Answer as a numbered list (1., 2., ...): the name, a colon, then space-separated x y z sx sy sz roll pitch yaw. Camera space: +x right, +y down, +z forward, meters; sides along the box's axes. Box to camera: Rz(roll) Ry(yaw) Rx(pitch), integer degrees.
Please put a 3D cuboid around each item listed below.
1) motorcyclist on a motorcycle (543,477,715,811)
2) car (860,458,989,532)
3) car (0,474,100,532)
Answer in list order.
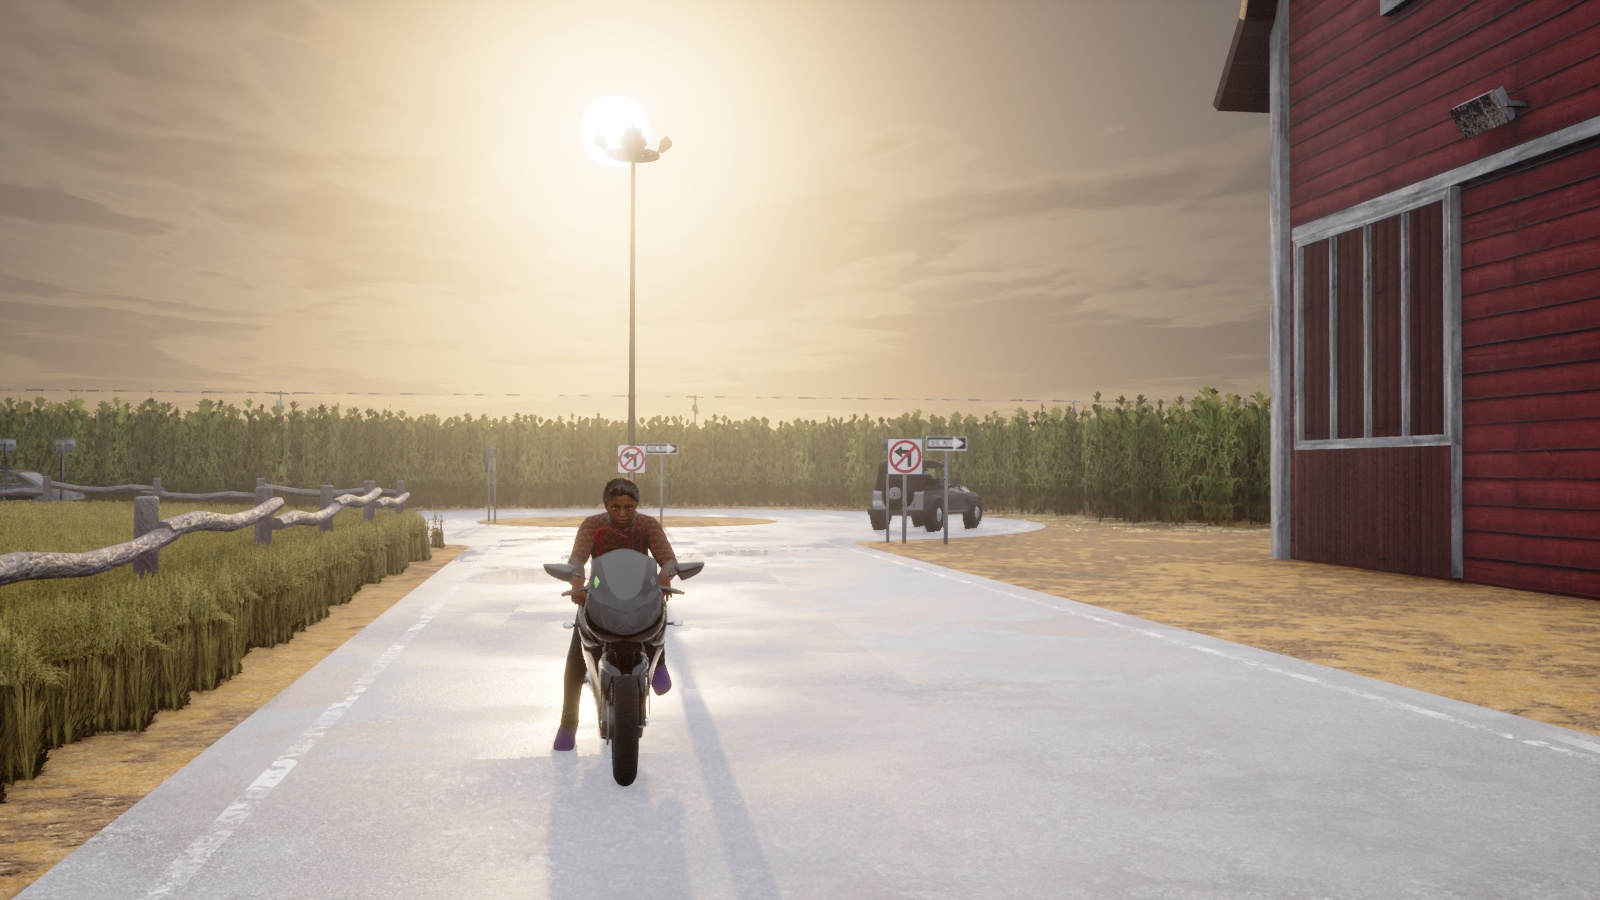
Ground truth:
1. motorcyclist on a motorcycle: -0.978 0.916 6.865 0.797 1.523 2.044 0 -1 -10
2. car: 3.406 1.162 33.755 1.905 1.878 3.866 -1 -1 32
3. car: -21.713 1.460 34.727 3.705 1.549 1.789 0 -1 -6
